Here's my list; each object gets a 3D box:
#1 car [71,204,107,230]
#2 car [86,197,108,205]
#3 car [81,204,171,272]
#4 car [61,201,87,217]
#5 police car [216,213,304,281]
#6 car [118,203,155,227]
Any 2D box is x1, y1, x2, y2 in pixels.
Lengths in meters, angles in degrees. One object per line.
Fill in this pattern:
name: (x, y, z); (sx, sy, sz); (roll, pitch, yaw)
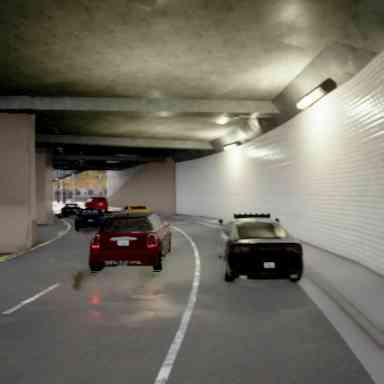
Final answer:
car: (-7.105, 1.819, 23.265); (1.994, 1.385, 4.181); (-1, 0, -17)
car: (-12.309, 1.674, 42.635); (2.150, 2.045, 5.566); (-1, -1, -28)
car: (-1.894, 1.450, 11.379); (2.097, 1.767, 4.553); (-1, 0, 0)
car: (-13.684, 1.998, 37.712); (2.033, 1.411, 5.357); (-1, 0, -27)
police car: (1.797, 1.450, 10.048); (1.930, 1.638, 5.238); (-1, 0, 1)
car: (-4.479, 1.702, 26.123); (1.882, 1.535, 5.008); (-1, 0, -20)
